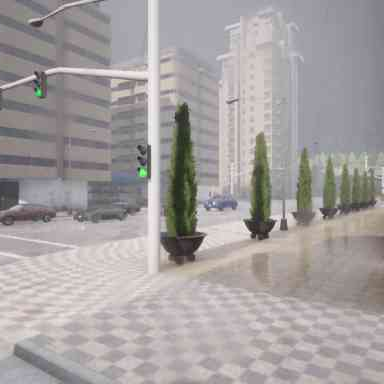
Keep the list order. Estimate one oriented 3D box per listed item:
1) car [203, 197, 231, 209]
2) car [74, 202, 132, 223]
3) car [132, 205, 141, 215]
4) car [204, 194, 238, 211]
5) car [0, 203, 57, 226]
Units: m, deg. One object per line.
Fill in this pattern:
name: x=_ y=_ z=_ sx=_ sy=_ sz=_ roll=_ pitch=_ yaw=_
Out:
car: x=3.649 y=1.560 z=47.808 sx=1.837 sy=1.490 sz=4.892 roll=0 pitch=0 yaw=35
car: x=-7.101 y=1.619 z=26.090 sx=1.994 sy=1.385 sz=4.181 roll=0 pitch=0 yaw=35
car: x=-7.226 y=1.656 z=32.078 sx=1.895 sy=1.301 sz=4.718 roll=0 pitch=0 yaw=35
car: x=3.740 y=1.277 z=41.800 sx=2.150 sy=2.045 sz=5.566 roll=0 pitch=0 yaw=35
car: x=-12.370 y=1.581 z=24.573 sx=1.812 sy=1.442 sz=4.674 roll=0 pitch=0 yaw=34
